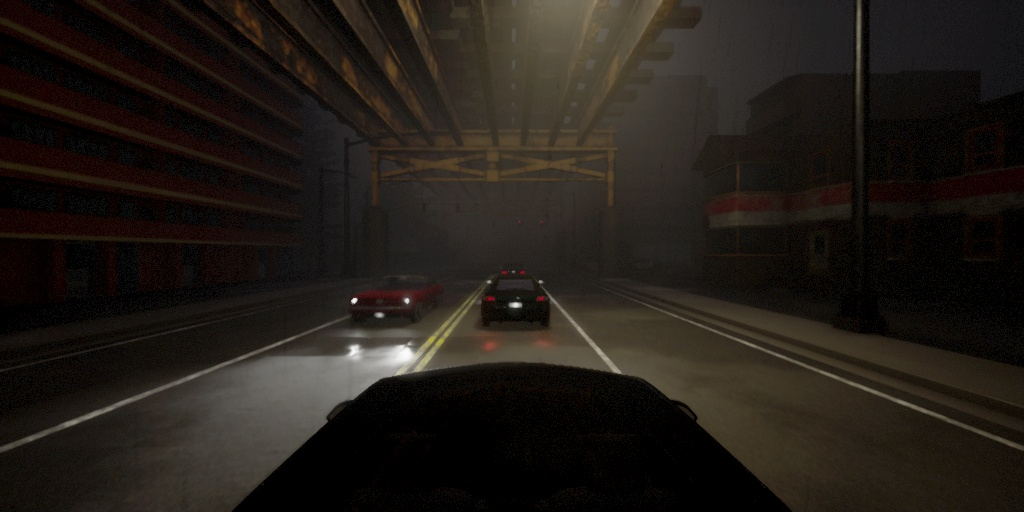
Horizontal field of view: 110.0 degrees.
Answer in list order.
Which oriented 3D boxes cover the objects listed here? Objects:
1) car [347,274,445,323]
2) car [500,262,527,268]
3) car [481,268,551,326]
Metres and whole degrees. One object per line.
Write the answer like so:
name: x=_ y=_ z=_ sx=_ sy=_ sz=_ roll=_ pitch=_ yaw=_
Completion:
car: x=-3.596 y=1.288 z=11.966 sx=1.895 sy=1.301 sz=4.718 roll=0 pitch=0 yaw=0
car: x=0.102 y=1.113 z=25.890 sx=2.033 sy=1.411 sz=5.357 roll=0 pitch=0 yaw=0
car: x=0.102 y=1.254 z=11.492 sx=1.994 sy=1.385 sz=4.181 roll=0 pitch=0 yaw=0
